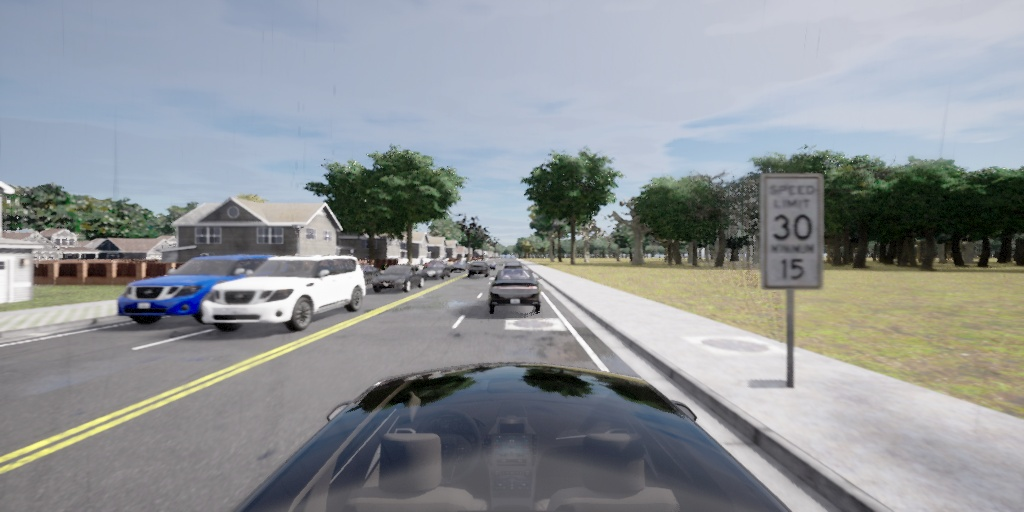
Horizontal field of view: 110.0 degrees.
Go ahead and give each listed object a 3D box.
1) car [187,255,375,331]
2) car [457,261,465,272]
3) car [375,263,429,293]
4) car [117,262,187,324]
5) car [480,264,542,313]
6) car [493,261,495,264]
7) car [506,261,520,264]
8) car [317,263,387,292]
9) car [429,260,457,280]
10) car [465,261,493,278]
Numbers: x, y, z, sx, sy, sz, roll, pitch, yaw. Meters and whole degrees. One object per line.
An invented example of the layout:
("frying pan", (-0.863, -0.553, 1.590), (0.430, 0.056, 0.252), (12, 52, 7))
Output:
("car", (-6.593, 0.976, 11.327), (2.150, 2.045, 5.566), (0, 0, 0))
("car", (-6.492, 1.386, 45.635), (2.033, 1.411, 5.357), (0, 0, 0))
("car", (-6.548, 1.265, 21.192), (1.837, 1.490, 4.892), (0, 0, 1))
("car", (-9.837, 0.977, 12.361), (2.150, 2.045, 5.566), (0, 0, 0))
("car", (0.103, 1.248, 14.022), (2.128, 1.511, 4.902), (0, 0, 0))
("car", (-3.148, 1.377, 50.509), (1.895, 1.301, 4.718), (0, 0, 0))
("car", (0.108, 1.246, 36.038), (1.882, 1.535, 5.008), (0, 0, 0))
("car", (-9.785, 1.252, 22.420), (2.128, 1.511, 4.902), (0, 0, 1))
("car", (-6.544, 1.256, 31.545), (2.128, 1.511, 4.902), (0, 0, 0))
("car", (-3.143, 1.268, 34.764), (1.837, 1.490, 4.892), (0, -1, 0))
